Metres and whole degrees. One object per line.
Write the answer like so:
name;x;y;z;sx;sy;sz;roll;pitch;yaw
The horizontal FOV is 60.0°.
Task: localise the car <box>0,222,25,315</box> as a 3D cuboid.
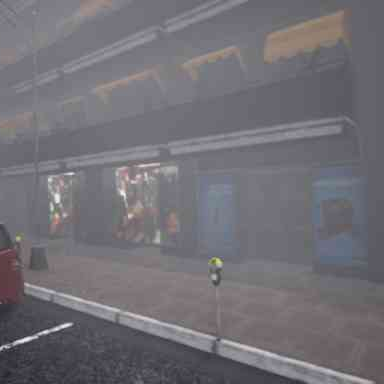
car;-5.244;1.391;6.444;5.009;1.841;2.192;-1;-2;36
